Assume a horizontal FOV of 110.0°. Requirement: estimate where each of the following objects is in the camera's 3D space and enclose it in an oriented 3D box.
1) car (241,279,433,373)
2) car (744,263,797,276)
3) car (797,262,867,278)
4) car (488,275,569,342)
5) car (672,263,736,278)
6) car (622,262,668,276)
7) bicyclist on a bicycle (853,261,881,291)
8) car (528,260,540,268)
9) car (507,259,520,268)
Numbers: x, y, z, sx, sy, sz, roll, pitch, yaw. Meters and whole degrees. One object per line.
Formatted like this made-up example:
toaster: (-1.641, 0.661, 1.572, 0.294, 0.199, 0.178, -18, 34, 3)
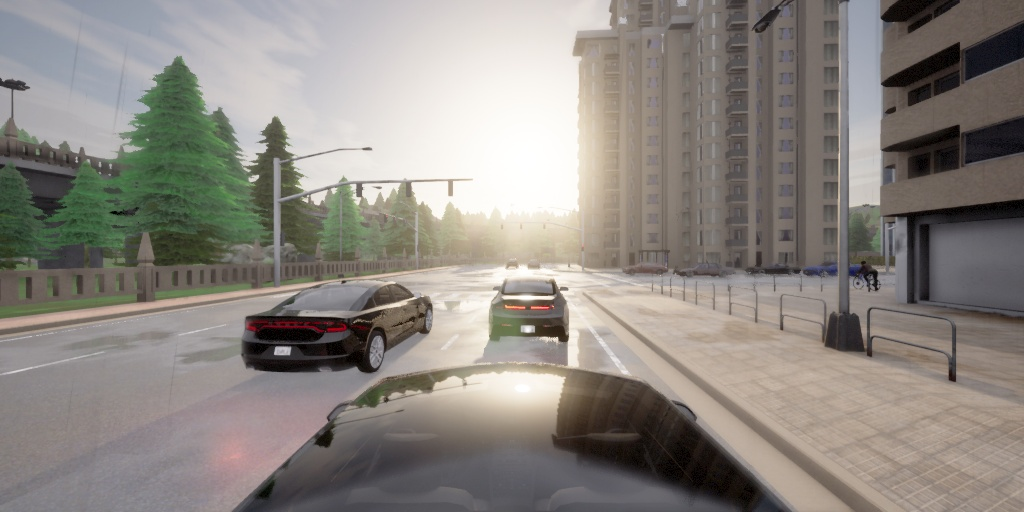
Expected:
car: (-3.161, 1.228, 7.678, 1.882, 1.535, 5.008, 0, 0, 4)
car: (27.231, 1.405, 37.629, 4.718, 1.301, 1.895, 0, 0, 3)
car: (30.511, 1.283, 33.952, 5.008, 1.535, 1.882, 0, 0, 3)
car: (0.494, 1.255, 9.798, 1.837, 1.490, 4.892, 0, 0, 4)
car: (18.474, 1.353, 34.560, 5.357, 1.411, 2.033, 0, 0, 3)
car: (14.162, 1.331, 38.274, 4.674, 1.442, 1.812, 0, 0, 4)
bicyclist on a bicycle: (19.756, 1.107, 19.999, 0.582, 1.620, 1.656, 0, 0, 3)
car: (3.684, 1.314, 60.835, 1.994, 1.385, 4.181, 0, 0, 4)
car: (0.159, 1.254, 60.541, 1.837, 1.490, 4.892, 0, 0, 4)
